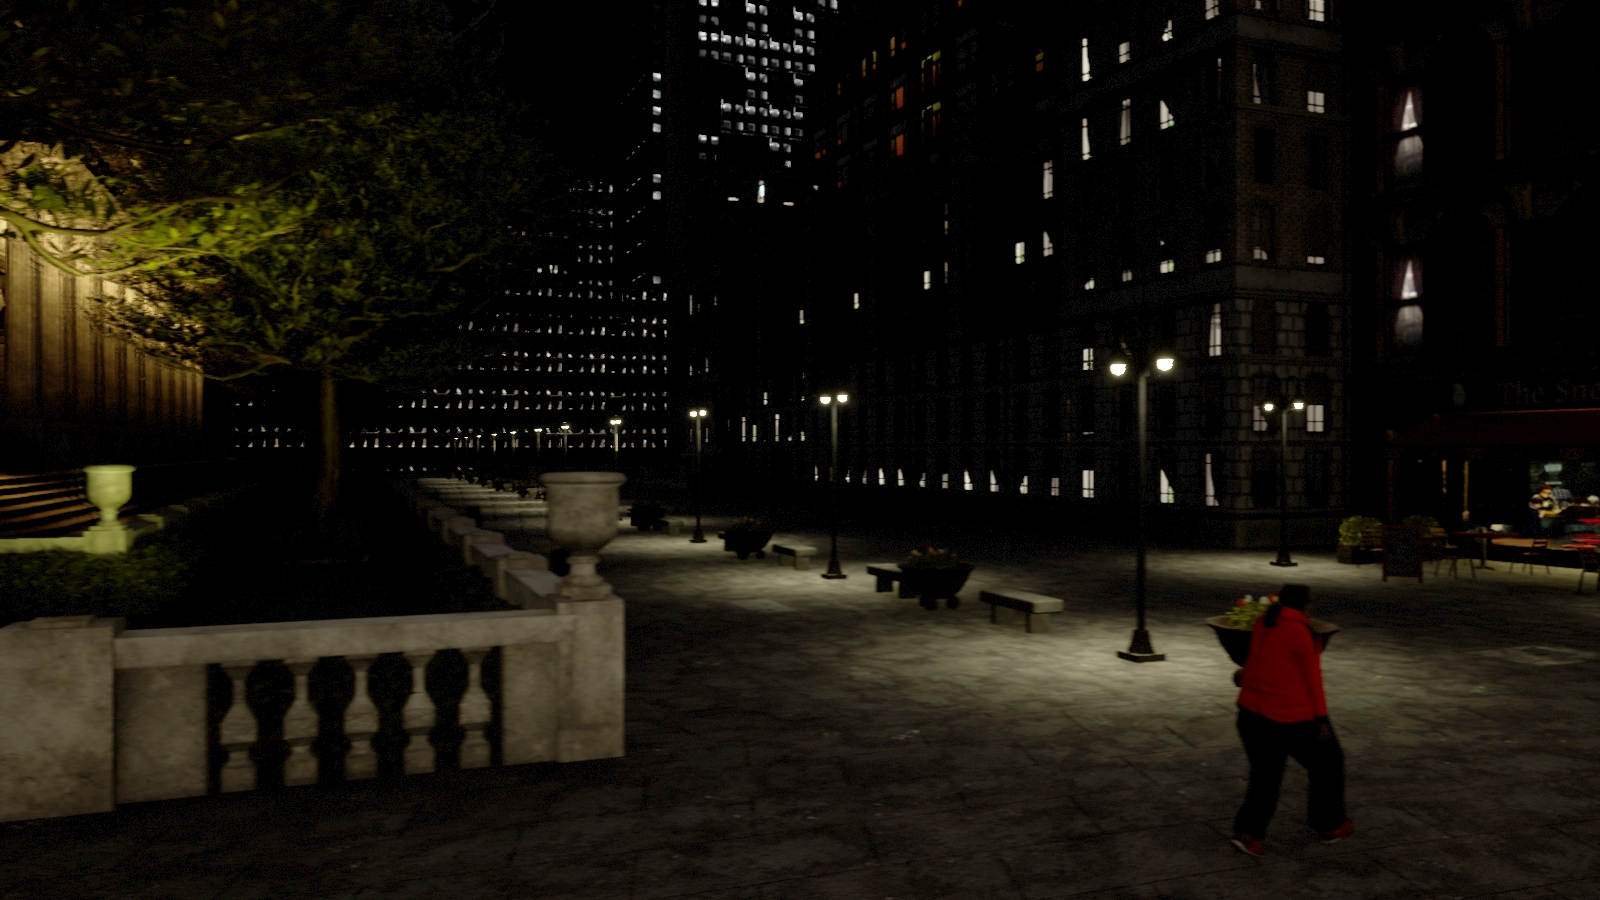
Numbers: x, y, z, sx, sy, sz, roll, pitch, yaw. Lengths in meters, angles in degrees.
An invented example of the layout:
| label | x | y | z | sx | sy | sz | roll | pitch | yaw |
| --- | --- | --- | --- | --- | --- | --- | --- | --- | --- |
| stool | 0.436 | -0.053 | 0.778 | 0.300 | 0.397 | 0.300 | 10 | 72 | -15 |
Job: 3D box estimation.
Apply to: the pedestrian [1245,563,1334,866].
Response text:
| label | x | y | z | sx | sy | sz | roll | pitch | yaw |
| --- | --- | --- | --- | --- | --- | --- | --- | --- | --- |
| pedestrian | 3.193 | 1.696 | 7.463 | 0.375 | 1.860 | 0.375 | 0 | 0 | -24 |
